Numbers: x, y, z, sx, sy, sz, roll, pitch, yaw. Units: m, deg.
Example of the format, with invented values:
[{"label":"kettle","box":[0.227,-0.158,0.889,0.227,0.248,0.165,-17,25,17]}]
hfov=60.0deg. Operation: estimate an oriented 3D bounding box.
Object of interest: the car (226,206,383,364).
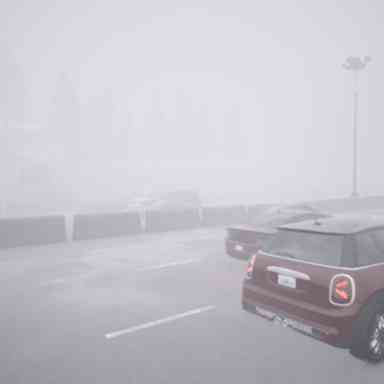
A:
[{"label":"car","box":[3.071,1.232,5.938,4.553,1.767,2.097,-2,1,-35]}]

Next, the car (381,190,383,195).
[{"label":"car","box":[35.705,-0.229,59.434,4.902,1.511,2.128,-2,1,-35]}]

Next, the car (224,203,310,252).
[{"label":"car","box":[3.270,1.296,10.378,5.008,1.535,1.882,-2,1,-35]}]

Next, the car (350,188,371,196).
[{"label":"car","box":[30.410,-0.075,59.969,4.181,1.385,1.994,-2,1,-35]}]

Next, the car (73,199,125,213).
[{"label":"car","box":[-8.863,1.359,32.064,4.718,1.301,1.895,-2,1,-35]}]

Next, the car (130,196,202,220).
[{"label":"car","box":[-1.879,1.257,24.149,4.674,1.442,1.812,-2,1,-35]}]

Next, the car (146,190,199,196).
[{"label":"car","box":[-1.722,0.889,28.560,5.566,2.045,2.150,-2,1,-35]}]
